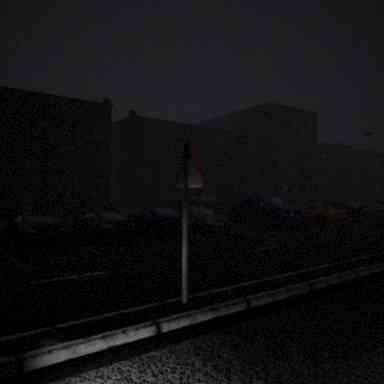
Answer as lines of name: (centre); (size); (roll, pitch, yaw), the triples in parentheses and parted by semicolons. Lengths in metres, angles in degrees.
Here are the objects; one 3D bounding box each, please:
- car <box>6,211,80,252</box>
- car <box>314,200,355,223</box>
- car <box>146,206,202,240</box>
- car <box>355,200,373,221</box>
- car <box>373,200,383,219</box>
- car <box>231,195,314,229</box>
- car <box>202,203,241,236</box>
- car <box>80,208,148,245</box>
car: (-6.545, 1.535, 13.995); (2.002, 1.452, 4.674); (0, 0, -36)
car: (9.140, 1.484, 25.464); (1.946, 1.575, 5.366); (0, 0, -36)
car: (-1.954, 1.487, 17.281); (2.097, 1.535, 5.008); (0, 0, -36)
car: (11.473, 1.521, 26.943); (2.163, 1.488, 4.792); (0, 0, -36)
car: (13.623, 1.493, 28.675); (1.946, 1.575, 5.366); (0, 0, -36)
car: (4.783, 1.232, 22.079); (2.435, 2.045, 5.566); (0, 0, -36)
car: (0.283, 1.525, 18.893); (2.002, 1.452, 4.674); (0, 0, -36)
car: (-4.197, 1.531, 15.677); (2.002, 1.452, 4.674); (0, 0, -36)
